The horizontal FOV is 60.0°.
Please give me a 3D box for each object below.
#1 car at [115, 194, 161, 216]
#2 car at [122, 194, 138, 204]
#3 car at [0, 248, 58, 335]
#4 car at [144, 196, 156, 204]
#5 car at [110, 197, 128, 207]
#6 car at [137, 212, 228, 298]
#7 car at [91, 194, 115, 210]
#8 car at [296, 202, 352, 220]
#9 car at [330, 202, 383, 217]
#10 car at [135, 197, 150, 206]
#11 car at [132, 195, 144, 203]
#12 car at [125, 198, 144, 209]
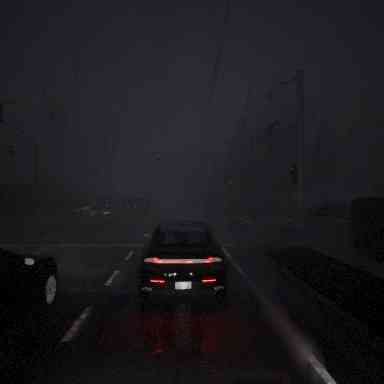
[{"bbox_3d":[-5.085,1.352,32.951,2.097,1.767,4.553,0,0,24],"label":"car"},{"bbox_3d":[-11.735,1.352,63.132,2.097,1.767,4.553,0,0,0],"label":"car"},{"bbox_3d":[-3.613,1.478,4.830,1.882,1.535,5.008,0,0,-2],"label":"car"},{"bbox_3d":[-8.251,1.526,65.047,1.812,1.442,4.674,0,0,-1],"label":"car"},{"bbox_3d":[-11.601,1.505,53.222,1.837,1.490,4.892,0,0,-1],"label":"car"},{"bbox_3d":[-0.247,1.492,8.496,2.128,1.511,4.902,0,0,-2],"label":"car"},{"bbox_3d":[-11.446,1.221,43.395,2.150,2.045,5.566,0,0,-2],"label":"car"},{"bbox_3d":[11.388,1.547,27.192,5.357,1.411,2.033,0,0,0],"label":"car"},{"bbox_3d":[15.459,1.601,30.658,4.718,1.301,1.895,0,0,0],"label":"car"},{"bbox_3d":[-8.130,1.564,55.225,1.994,1.385,4.181,0,0,-1],"label":"car"},{"bbox_3d":[-11.859,1.478,73.203,1.882,1.535,5.008,0,0,-1],"label":"car"},{"bbox_3d":[-7.989,1.601,46.459,1.895,1.301,4.718,0,0,-1],"label":"car"}]
